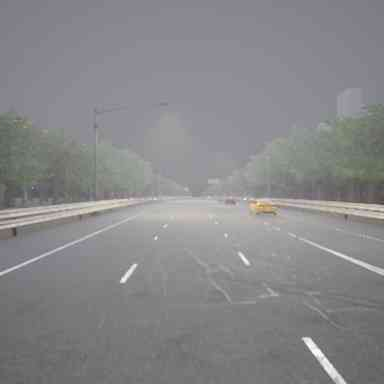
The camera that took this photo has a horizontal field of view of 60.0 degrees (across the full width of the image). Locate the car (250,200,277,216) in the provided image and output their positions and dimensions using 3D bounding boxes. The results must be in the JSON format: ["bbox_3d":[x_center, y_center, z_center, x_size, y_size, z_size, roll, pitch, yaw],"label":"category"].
[{"bbox_3d":[7.017,1.485,33.141,1.882,1.535,5.008,0,0,0],"label":"car"}]

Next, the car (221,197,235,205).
[{"bbox_3d":[7.112,1.621,63.316,1.882,1.535,5.008,0,-1,0],"label":"car"}]

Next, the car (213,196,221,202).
[{"bbox_3d":[7.236,1.914,83.961,2.033,1.411,5.357,0,-1,0],"label":"car"}]
